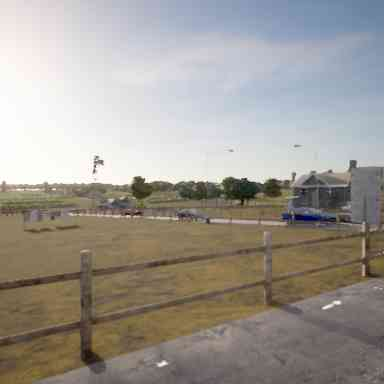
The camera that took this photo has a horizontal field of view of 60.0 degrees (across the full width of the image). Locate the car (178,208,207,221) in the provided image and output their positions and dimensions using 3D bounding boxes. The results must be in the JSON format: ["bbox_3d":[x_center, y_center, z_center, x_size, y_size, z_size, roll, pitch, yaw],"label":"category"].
[{"bbox_3d":[-0.044,2.805,41.873,1.812,1.442,4.674,0,-2,-35],"label":"car"}]

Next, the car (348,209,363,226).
[{"bbox_3d":[12.802,2.113,28.866,1.994,1.385,4.181,0,-2,-35],"label":"car"}]

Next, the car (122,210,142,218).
[{"bbox_3d":[-10.064,3.619,56.052,1.895,1.301,4.718,0,-2,-36],"label":"car"}]

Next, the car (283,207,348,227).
[{"bbox_3d":[9.950,2.064,27.884,1.882,1.535,5.008,0,-2,-36],"label":"car"}]
